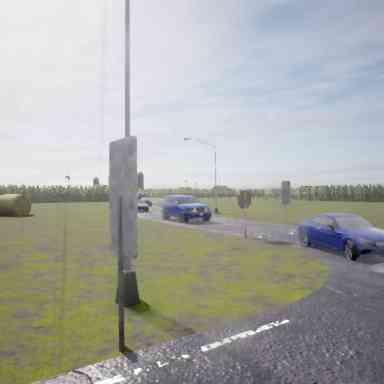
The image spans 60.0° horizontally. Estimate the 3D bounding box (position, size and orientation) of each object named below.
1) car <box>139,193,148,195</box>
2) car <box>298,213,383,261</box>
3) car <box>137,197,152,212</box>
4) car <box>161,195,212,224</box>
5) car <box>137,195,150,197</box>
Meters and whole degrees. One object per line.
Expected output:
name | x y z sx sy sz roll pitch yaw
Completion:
car | -9.149 1.296 62.586 2.150 2.045 5.566 0 0 -6
car | 5.737 1.553 12.597 1.812 1.442 4.674 0 0 -11
car | -6.406 1.619 39.204 2.033 1.411 5.357 -1 0 -19
car | -0.586 1.270 26.083 2.150 2.045 5.566 -1 0 -27
car | -7.376 1.585 52.412 1.812 1.442 4.674 -1 0 -12
